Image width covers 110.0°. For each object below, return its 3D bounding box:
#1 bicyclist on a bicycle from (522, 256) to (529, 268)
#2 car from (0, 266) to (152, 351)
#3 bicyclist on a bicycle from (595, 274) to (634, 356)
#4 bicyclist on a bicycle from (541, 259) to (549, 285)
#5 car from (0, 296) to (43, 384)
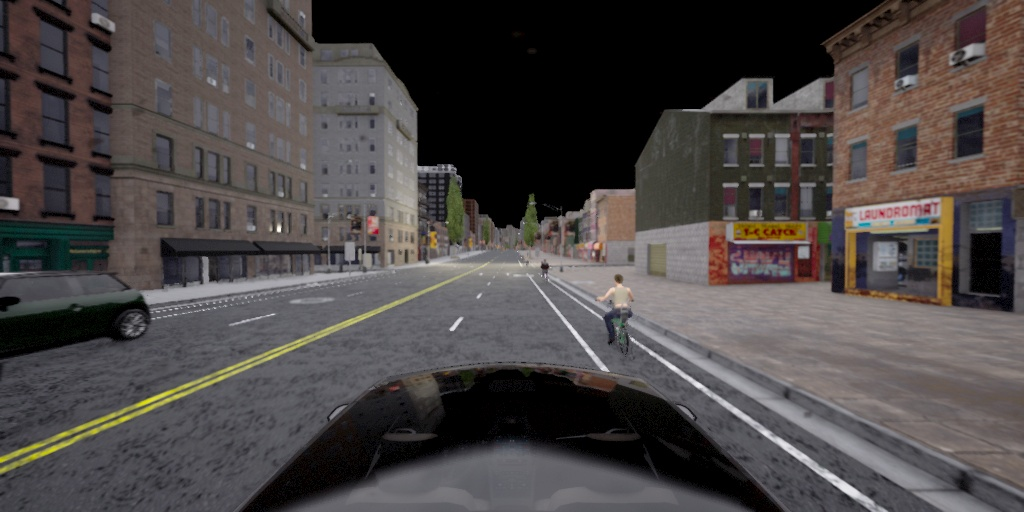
[{"bbox_3d":[2.282,0.914,53.138,0.866,1.612,1.509,2,-2,0],"label":"bicyclist on a bicycle"},{"bbox_3d":[-9.850,1.102,6.754,2.097,1.767,4.553,0,0,0],"label":"car"},{"bbox_3d":[2.240,1.186,7.634,0.866,1.612,1.509,0,0,0],"label":"bicyclist on a bicycle"},{"bbox_3d":[2.254,1.080,24.604,0.659,1.776,1.843,0,0,0],"label":"bicyclist on a bicycle"},{"bbox_3d":[-6.601,1.255,1.870,1.837,1.490,4.892,0,0,0],"label":"car"}]
